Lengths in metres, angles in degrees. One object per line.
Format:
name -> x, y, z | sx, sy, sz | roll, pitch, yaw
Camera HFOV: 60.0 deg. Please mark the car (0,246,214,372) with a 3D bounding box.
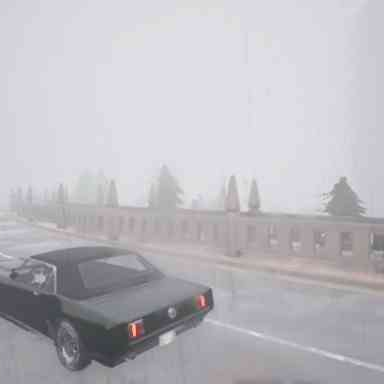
car -> -2.046, 1.611, 5.714 | 4.718, 1.301, 1.895 | 0, 0, 39
